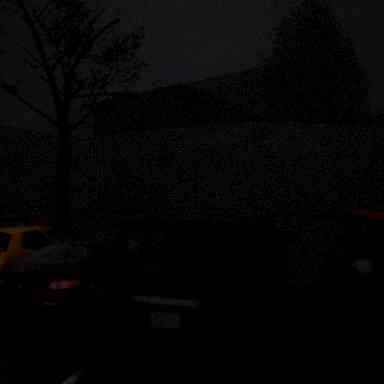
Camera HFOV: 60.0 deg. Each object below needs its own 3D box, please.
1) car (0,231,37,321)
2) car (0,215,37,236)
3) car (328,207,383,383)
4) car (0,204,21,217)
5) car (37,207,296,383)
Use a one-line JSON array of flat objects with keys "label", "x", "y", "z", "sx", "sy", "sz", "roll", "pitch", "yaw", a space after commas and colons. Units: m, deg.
[{"label": "car", "x": -1.989, "y": 1.580, "z": 7.197, "sx": 2.002, "sy": 1.452, "sz": 4.674, "roll": -1, "pitch": -1, "yaw": 15}, {"label": "car", "x": -4.392, "y": 1.567, "z": 9.113, "sx": 1.946, "sy": 1.575, "sz": 5.366, "roll": -1, "pitch": -1, "yaw": 15}, {"label": "car", "x": 2.919, "y": 1.232, "z": 3.693, "sx": 2.435, "sy": 2.045, "sz": 5.566, "roll": 0, "pitch": -1, "yaw": 15}, {"label": "car", "x": -6.890, "y": 1.345, "z": 10.693, "sx": 2.435, "sy": 2.045, "sz": 5.566, "roll": -1, "pitch": -1, "yaw": 15}, {"label": "car", "x": 0.474, "y": 1.261, "z": 5.495, "sx": 2.435, "sy": 2.045, "sz": 5.566, "roll": -1, "pitch": -1, "yaw": 15}]
